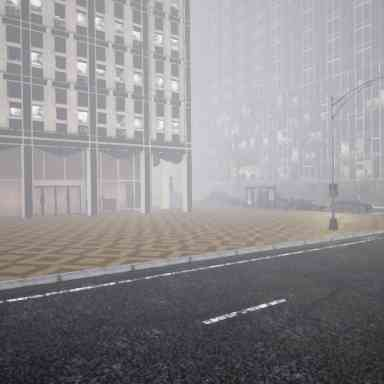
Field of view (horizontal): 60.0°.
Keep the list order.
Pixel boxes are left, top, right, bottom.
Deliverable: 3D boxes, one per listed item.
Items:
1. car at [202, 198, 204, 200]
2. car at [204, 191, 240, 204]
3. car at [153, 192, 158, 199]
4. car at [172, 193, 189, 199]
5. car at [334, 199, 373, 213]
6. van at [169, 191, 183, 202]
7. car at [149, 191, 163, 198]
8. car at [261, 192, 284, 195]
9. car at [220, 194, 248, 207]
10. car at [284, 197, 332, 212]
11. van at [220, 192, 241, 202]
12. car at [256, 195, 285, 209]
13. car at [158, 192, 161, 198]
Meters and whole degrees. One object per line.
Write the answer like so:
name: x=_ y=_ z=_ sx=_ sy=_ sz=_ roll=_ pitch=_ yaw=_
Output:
car: x=3.739 y=1.040 z=64.785 sx=1.802 sy=1.307 sz=4.206 roll=-1 pitch=1 yaw=-34
car: x=4.915 y=0.871 z=52.780 sx=2.150 sy=2.045 sz=5.566 roll=-1 pitch=1 yaw=-34
car: x=-9.588 y=1.037 z=69.459 sx=2.008 sy=1.369 sz=4.403 roll=0 pitch=1 yaw=-34
car: x=-2.663 y=0.933 z=74.178 sx=1.802 sy=1.307 sz=4.206 roll=0 pitch=1 yaw=-34
car: x=16.800 y=1.406 z=35.330 sx=1.994 sy=1.385 sz=4.181 roll=-1 pitch=1 yaw=-34
van: x=-3.185 y=0.935 z=60.064 sx=1.690 sy=1.788 sz=3.998 roll=0 pitch=1 yaw=-34
car: x=-9.066 y=0.683 z=83.568 sx=1.967 sy=1.590 sz=4.097 roll=0 pitch=1 yaw=-34
car: x=10.942 y=0.969 z=43.920 sx=2.150 sy=2.045 sz=5.566 roll=-1 pitch=1 yaw=-34
car: x=6.373 y=1.317 z=45.949 sx=1.947 sy=1.339 sz=4.313 roll=-1 pitch=1 yaw=-34
car: x=12.713 y=1.422 z=36.512 sx=1.947 sy=1.339 sz=4.313 roll=-1 pitch=1 yaw=-34
van: x=6.940 y=0.852 z=60.086 sx=1.690 sy=1.788 sz=3.998 roll=-1 pitch=1 yaw=-34
car: x=9.526 y=1.386 z=41.220 sx=1.802 sy=1.307 sz=4.206 roll=-1 pitch=1 yaw=-34
car: x=-5.865 y=0.612 z=78.871 sx=2.192 sy=1.841 sz=5.009 roll=0 pitch=1 yaw=-34
